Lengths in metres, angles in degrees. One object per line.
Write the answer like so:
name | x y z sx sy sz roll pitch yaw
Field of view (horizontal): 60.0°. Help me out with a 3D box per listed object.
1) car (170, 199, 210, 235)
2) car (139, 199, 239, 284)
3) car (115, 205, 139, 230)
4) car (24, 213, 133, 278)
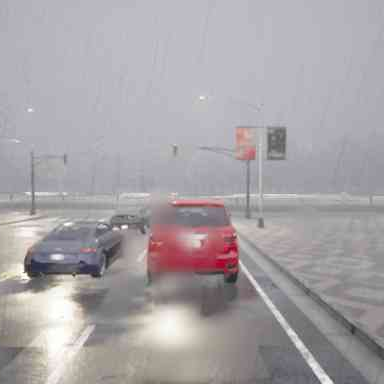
car | -0.121 1.343 19.593 2.097 1.767 4.553 0 0 -1
car | -0.003 1.213 9.698 2.150 2.045 5.566 0 -1 -1
car | -3.368 1.495 19.031 1.837 1.490 4.892 0 0 0
car | -3.267 1.559 10.130 1.994 1.385 4.181 0 0 1
